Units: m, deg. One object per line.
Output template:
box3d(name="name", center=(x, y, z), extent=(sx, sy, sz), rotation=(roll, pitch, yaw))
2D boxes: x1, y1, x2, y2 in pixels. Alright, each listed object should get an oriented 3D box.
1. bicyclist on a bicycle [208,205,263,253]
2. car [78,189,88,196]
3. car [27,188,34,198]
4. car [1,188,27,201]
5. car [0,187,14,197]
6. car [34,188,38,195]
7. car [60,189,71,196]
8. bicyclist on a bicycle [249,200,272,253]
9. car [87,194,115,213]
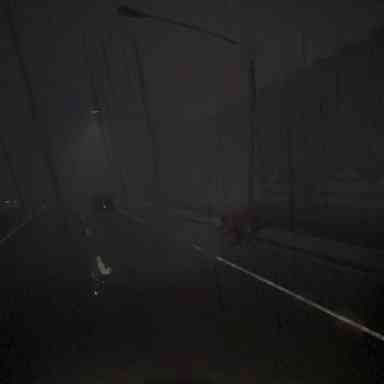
box3d(name="bicyclist on a bicycle", center=(1.266, 1.312, 10.445), extent=(1.656, 0.582, 1.620), rotation=(-5, -44, 9))
box3d(name="car", center=(-23.209, 0.046, 70.774), extent=(1.882, 1.535, 5.008), rotation=(0, 2, -20))
box3d(name="car", center=(-31.189, 0.364, 62.030), extent=(1.895, 1.301, 4.718), rotation=(0, 2, -20))
box3d(name="car", center=(-26.970, 0.519, 50.477), extent=(2.128, 1.511, 4.902), rotation=(0, 1, -20))
box3d(name="car", center=(-34.112, 0.322, 59.825), extent=(2.128, 1.511, 4.902), rotation=(0, 1, -20))
box3d(name="car", center=(-35.979, -0.165, 75.092), extent=(1.837, 1.490, 4.892), rotation=(0, 2, -20))
box3d(name="car", center=(-26.977, 0.092, 70.927), extent=(1.994, 1.385, 4.181), rotation=(0, 2, -20))
box3d(name="bicyclist on a bicycle", center=(1.964, 1.113, 11.035), extent=(1.656, 1.620, 0.582), rotation=(17, 5, 11))
box3d(name="car", center=(-7.913, 0.975, 29.279), extent=(1.812, 1.442, 4.674), rotation=(0, 1, -20))
